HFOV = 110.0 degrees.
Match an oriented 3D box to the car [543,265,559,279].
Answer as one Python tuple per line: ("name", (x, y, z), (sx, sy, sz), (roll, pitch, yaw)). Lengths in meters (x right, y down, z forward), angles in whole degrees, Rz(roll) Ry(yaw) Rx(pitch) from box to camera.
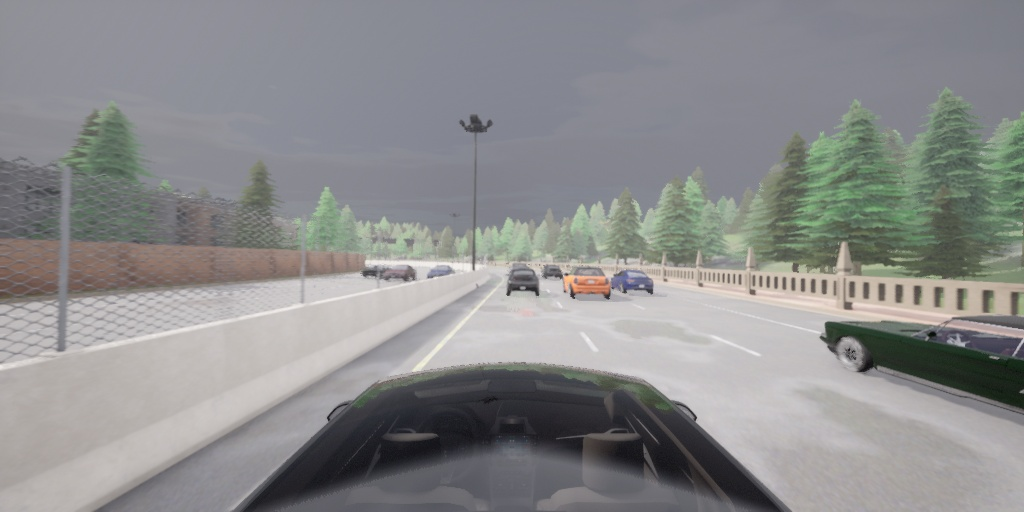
("car", (4.222, 1.737, 39.063), (1.837, 1.490, 4.892), (1, 0, -3))

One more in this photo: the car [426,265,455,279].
("car", (-6.280, 1.514, 32.153), (1.812, 1.442, 4.674), (1, -1, 1))

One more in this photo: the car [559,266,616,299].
("car", (4.134, 1.375, 20.468), (2.097, 1.767, 4.553), (1, -1, 2))

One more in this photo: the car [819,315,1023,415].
("car", (7.123, 1.501, 5.102), (1.895, 1.301, 4.718), (1, -1, 2))

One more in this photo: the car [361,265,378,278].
("car", (-13.239, 1.519, 35.768), (1.895, 1.301, 4.718), (1, -1, -1))

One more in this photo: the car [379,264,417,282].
("car", (-9.778, 1.456, 31.888), (1.812, 1.442, 4.674), (1, -1, 1))

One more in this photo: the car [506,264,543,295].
("car", (0.675, 1.490, 21.770), (1.837, 1.490, 4.892), (1, 0, 2))

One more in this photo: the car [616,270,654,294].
("car", (7.716, 1.638, 23.379), (1.812, 1.442, 4.674), (1, -1, 2))
